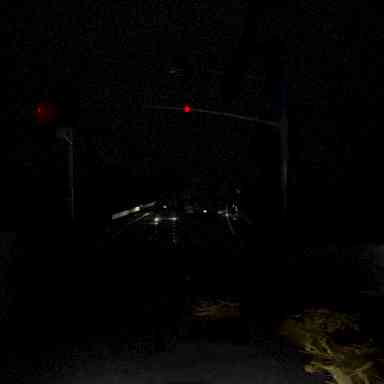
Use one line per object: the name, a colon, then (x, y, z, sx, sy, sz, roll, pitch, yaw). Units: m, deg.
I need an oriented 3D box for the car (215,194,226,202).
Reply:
car: (4.772, 1.106, 58.287, 1.812, 1.442, 4.674, 0, -2, 7)

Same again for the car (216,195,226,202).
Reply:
car: (5.993, 1.356, 68.381, 1.882, 1.535, 5.008, 0, -1, 6)

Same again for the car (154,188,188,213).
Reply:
car: (-2.055, 0.811, 31.541, 2.150, 2.045, 5.566, 0, 3, 6)

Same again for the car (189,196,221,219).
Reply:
car: (1.157, 1.342, 27.418, 1.994, 1.385, 4.181, 0, 3, 5)

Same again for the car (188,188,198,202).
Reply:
car: (-0.923, 0.516, 42.176, 2.150, 2.045, 5.566, 0, 1, 7)

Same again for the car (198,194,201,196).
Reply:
car: (0.581, 0.961, 53.810, 2.033, 1.411, 5.357, 0, -2, 8)
